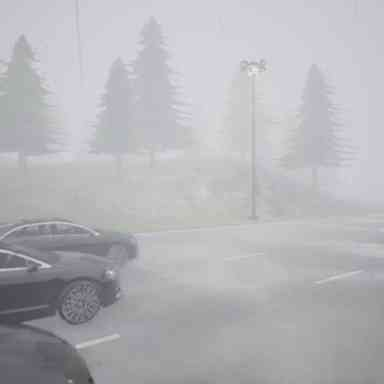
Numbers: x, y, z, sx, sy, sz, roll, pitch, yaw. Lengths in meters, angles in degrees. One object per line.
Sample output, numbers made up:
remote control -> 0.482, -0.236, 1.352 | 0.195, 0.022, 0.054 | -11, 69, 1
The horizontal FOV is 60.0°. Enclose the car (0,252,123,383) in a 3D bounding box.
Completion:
car -> -2.957, 1.492, 1.638 | 4.902, 1.511, 2.128 | 0, 0, -35

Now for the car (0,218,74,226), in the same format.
car -> -3.908, 1.494, 9.556 | 4.902, 1.511, 2.128 | 0, 0, -35

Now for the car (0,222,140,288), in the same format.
car -> -3.593, 1.493, 5.483 | 4.902, 1.511, 2.128 | 0, 0, -35
